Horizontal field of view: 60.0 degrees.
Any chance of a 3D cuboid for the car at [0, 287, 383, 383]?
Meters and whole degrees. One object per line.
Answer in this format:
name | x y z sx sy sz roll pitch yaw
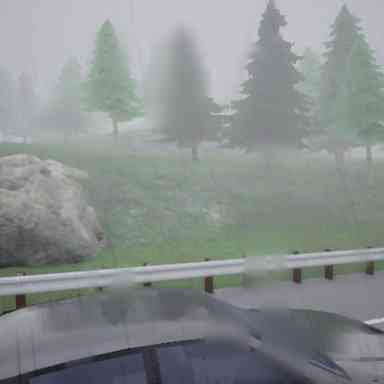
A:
car | -0.301 1.545 2.521 5.357 1.411 2.033 0 0 -20
